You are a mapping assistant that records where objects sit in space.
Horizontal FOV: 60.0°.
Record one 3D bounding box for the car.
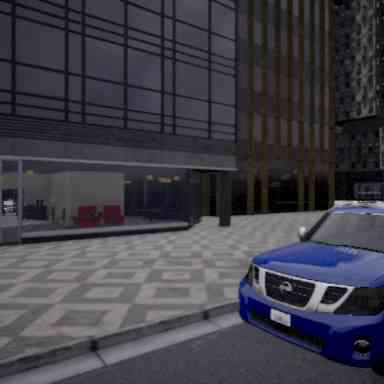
[{"bbox_3d":[3.359,1.211,5.763,5.566,2.045,2.150,0,0,-35],"label":"car"}]
